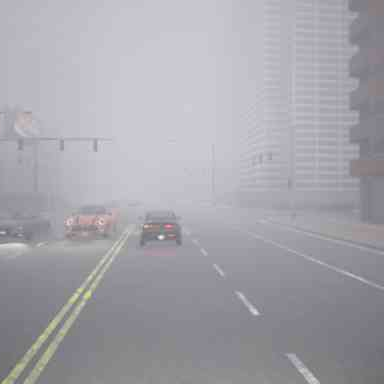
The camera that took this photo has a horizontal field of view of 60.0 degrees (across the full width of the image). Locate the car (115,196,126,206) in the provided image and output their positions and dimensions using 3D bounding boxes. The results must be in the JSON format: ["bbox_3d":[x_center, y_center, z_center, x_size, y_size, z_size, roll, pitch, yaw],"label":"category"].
[{"bbox_3d":[-14.269,1.955,66.305,1.812,1.442,4.674,0,-1,-6],"label":"car"}]

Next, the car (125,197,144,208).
[{"bbox_3d":[-9.833,1.916,57.472,2.033,1.411,5.357,0,0,-6],"label":"car"}]

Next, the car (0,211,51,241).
[{"bbox_3d":[-8.837,1.685,17.191,1.994,1.385,4.181,0,0,-6],"label":"car"}]

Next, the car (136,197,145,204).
[{"bbox_3d":[-12.108,2.026,78.675,1.812,1.442,4.674,0,0,-6],"label":"car"}]

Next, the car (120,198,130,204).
[{"bbox_3d":[-15.424,2.091,76.822,1.895,1.301,4.718,0,0,-6],"label":"car"}]

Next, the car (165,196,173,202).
[{"bbox_3d":[-6.431,1.924,91.002,2.097,1.767,4.553,0,0,-6],"label":"car"}]

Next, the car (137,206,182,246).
[{"bbox_3d":[-1.534,1.607,15.975,1.837,1.490,4.892,0,0,-7],"label":"car"}]

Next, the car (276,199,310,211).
[{"bbox_3d":[13.940,1.733,44.946,5.008,1.535,1.882,0,0,-7],"label":"car"}]

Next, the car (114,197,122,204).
[{"bbox_3d":[-12.969,1.916,53.907,1.994,1.385,4.181,0,0,-6],"label":"car"}]

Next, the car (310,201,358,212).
[{"bbox_3d":[17.807,1.832,41.870,4.718,1.301,1.895,0,0,-7],"label":"car"}]

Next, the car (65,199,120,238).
[{"bbox_3d":[-5.435,1.474,18.332,2.097,1.767,4.553,0,0,-6],"label":"car"}]
